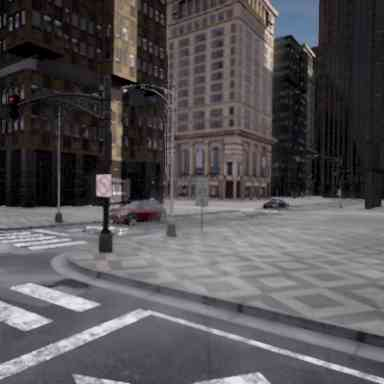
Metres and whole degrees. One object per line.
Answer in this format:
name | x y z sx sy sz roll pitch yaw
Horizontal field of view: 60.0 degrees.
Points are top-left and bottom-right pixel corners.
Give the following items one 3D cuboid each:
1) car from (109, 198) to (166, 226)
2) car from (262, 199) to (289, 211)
car | -3.839 1.294 22.909 2.097 1.767 4.553 1 0 35
car | 11.099 1.639 43.951 2.033 1.411 5.357 1 1 36
